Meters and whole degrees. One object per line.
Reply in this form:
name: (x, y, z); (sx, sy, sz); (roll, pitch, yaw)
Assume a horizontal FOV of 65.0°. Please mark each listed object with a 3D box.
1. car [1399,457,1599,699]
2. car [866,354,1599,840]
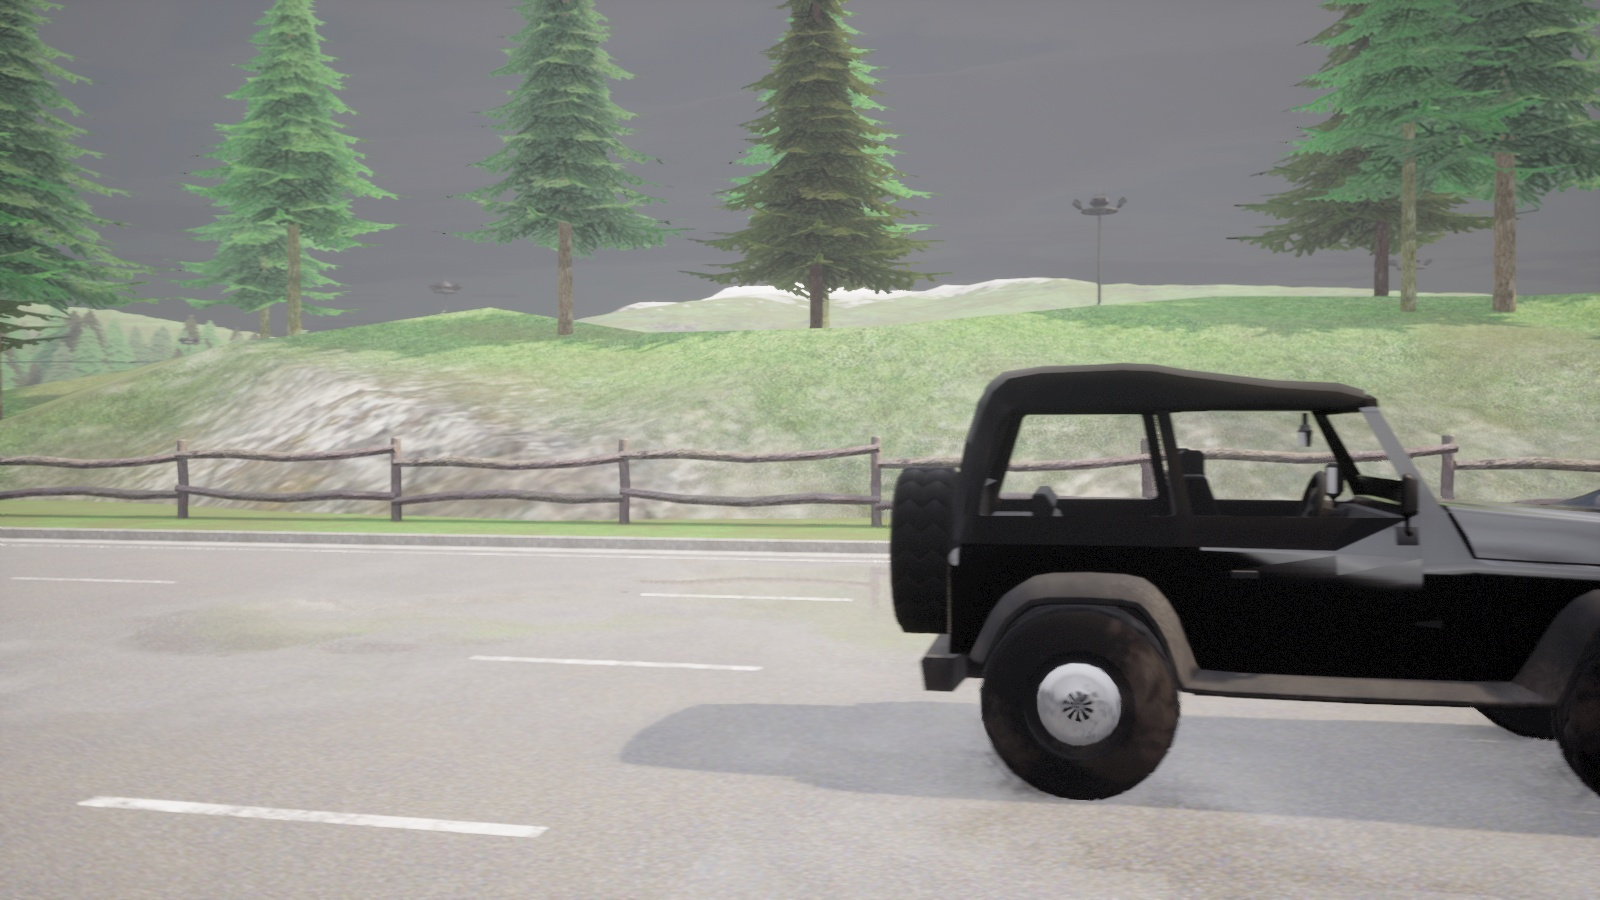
car: (7.170, 0.787, 8.359); (5.357, 1.411, 2.033); (0, 1, 4)
car: (2.389, 0.548, 5.977); (3.866, 1.878, 1.905); (0, 1, 13)
